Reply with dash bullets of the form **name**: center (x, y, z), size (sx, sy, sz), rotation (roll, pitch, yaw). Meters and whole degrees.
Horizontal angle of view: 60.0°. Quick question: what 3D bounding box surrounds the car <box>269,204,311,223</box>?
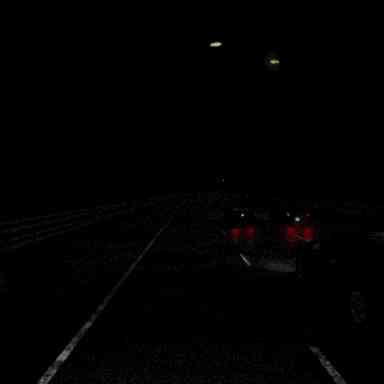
- **car**: center (7.083, 1.537, 24.525), size (1.895, 1.301, 4.718), rotation (0, 0, 0)

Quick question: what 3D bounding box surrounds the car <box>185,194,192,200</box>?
- **car**: center (-1.031, 1.297, 89.693), size (1.812, 1.442, 4.674), rotation (0, 0, 1)

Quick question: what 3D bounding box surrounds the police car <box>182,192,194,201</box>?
- **police car**: center (-1.102, 1.237, 73.804), size (1.930, 1.638, 5.238), rotation (0, 0, 0)

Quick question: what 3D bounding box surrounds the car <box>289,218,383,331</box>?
- **car**: center (3.596, 1.508, 6.682), size (1.812, 1.442, 4.674), rotation (0, 0, 0)

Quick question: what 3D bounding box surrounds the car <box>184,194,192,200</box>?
- **car**: center (-1.082, 1.264, 83.694), size (1.882, 1.535, 5.008), rotation (0, 0, 0)

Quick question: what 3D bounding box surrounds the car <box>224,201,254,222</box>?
- **car**: center (3.581, 1.425, 25.980), size (2.128, 1.511, 4.902), rotation (0, 0, 0)
